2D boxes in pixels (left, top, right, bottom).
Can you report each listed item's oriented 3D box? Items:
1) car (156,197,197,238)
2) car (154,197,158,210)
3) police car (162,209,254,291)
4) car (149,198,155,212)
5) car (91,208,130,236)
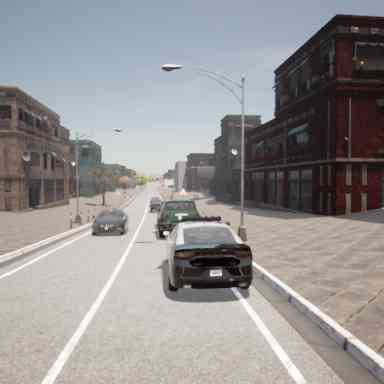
[{"bbox_3d":[-0.848,1.464,19.287,2.150,2.045,5.566,0,-1,-7],"label":"car"},{"bbox_3d":[-1.544,1.619,25.256,2.150,2.045,5.566,0,-1,-7],"label":"car"},{"bbox_3d":[0.244,1.478,9.348,1.930,1.638,5.238,0,-1,-5],"label":"police car"},{"bbox_3d":[-4.890,1.991,46.268,1.837,1.490,4.892,0,-1,-7],"label":"car"},{"bbox_3d":[-4.919,1.800,20.504,1.837,1.490,4.892,0,-2,-7],"label":"car"}]
